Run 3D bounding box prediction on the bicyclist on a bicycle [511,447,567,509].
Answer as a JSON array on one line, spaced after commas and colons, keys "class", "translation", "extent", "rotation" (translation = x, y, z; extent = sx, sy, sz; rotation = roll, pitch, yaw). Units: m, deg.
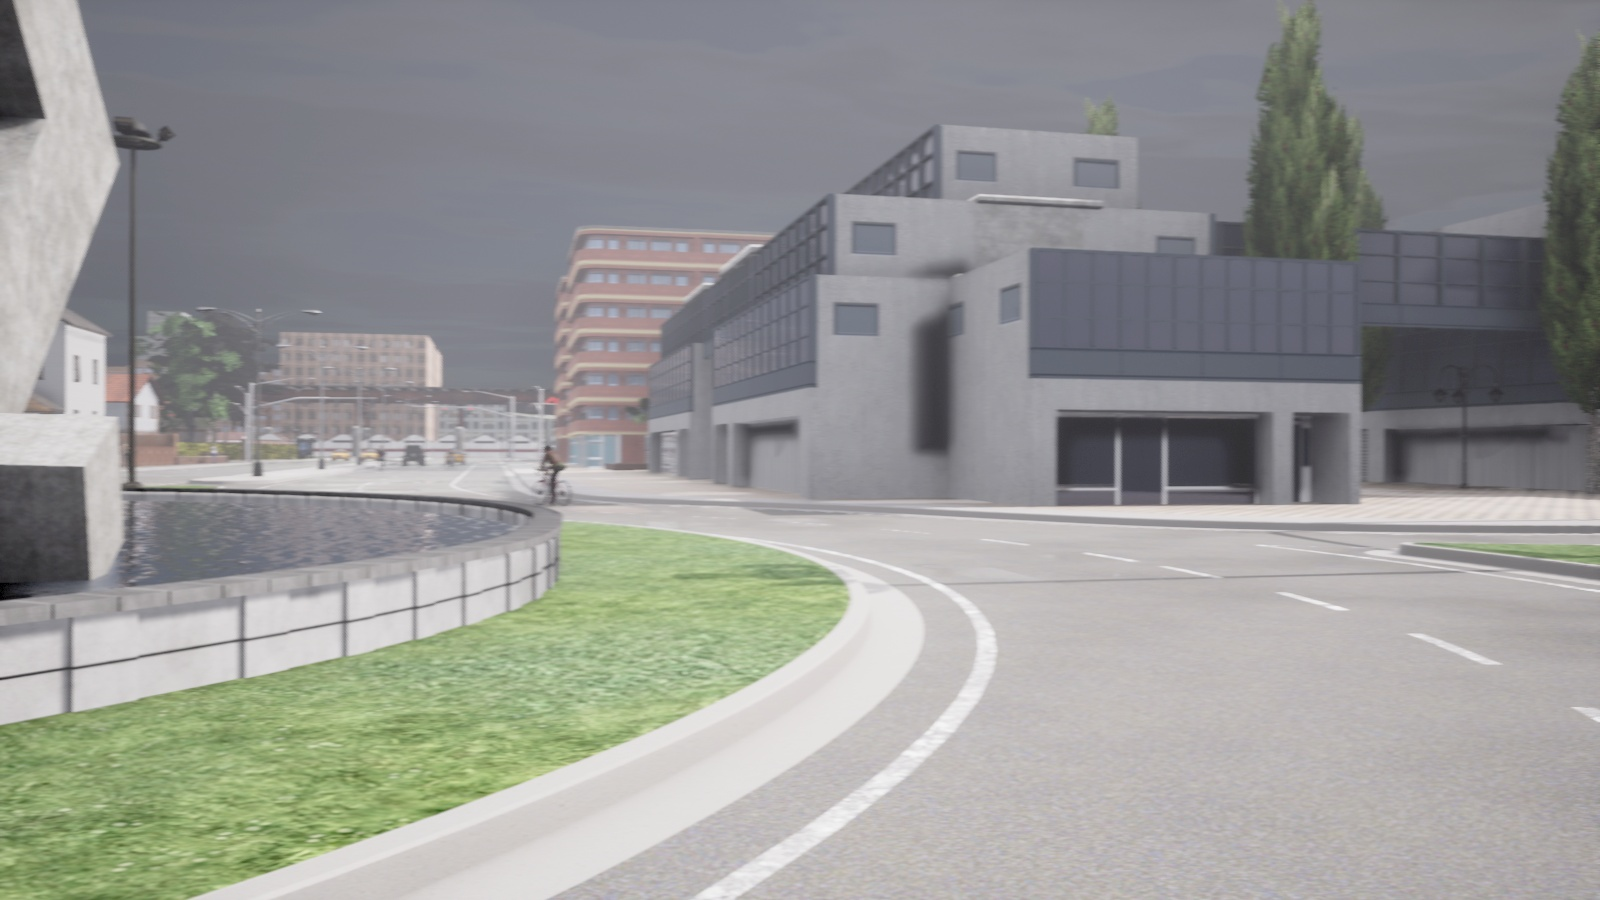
[{"class": "bicyclist on a bicycle", "translation": [-6.961, 0.731, 33.453], "extent": [1.656, 1.620, 0.582], "rotation": [0, -1, 41]}]
